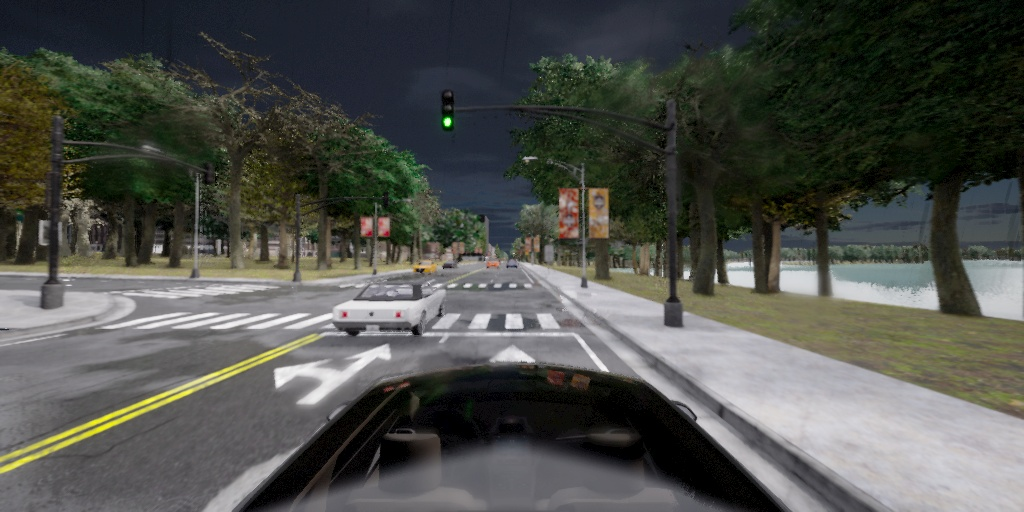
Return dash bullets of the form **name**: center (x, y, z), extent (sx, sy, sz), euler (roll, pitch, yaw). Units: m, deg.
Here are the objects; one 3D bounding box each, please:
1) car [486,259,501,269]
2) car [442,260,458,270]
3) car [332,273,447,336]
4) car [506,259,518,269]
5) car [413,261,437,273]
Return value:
- **car**: center (-3.277, 1.246, 62.286), extent (2.097, 1.767, 4.553), euler (0, 0, 0)
- **car**: center (-9.808, 1.420, 57.321), extent (2.033, 1.411, 5.357), euler (0, 0, 1)
- **car**: center (-3.156, 1.356, 10.359), extent (1.895, 1.301, 4.718), euler (0, 0, 0)
- **car**: center (-0.027, 1.458, 62.316), extent (1.994, 1.385, 4.181), euler (0, 0, 0)
- **car**: center (-9.847, 1.294, 40.879), extent (1.882, 1.535, 5.008), euler (0, 0, 0)
